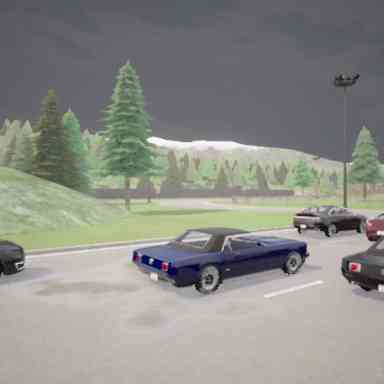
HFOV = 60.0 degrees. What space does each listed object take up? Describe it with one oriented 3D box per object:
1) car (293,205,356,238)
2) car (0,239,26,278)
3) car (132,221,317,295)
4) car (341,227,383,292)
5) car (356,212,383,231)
[{"bbox_3d":[7.390,1.472,17.594,4.902,1.511,2.128,0,0,-35],"label":"car"},{"bbox_3d":[-6.553,1.506,7.673,4.892,1.490,1.837,0,0,-35],"label":"car"},{"bbox_3d":[0.960,1.595,8.722,4.718,1.301,1.895,0,0,-35],"label":"car"},{"bbox_3d":[5.582,1.592,7.716,4.718,1.301,1.895,0,0,-35],"label":"car"},{"bbox_3d":[9.531,1.509,14.822,4.674,1.442,1.812,0,0,-35],"label":"car"}]
